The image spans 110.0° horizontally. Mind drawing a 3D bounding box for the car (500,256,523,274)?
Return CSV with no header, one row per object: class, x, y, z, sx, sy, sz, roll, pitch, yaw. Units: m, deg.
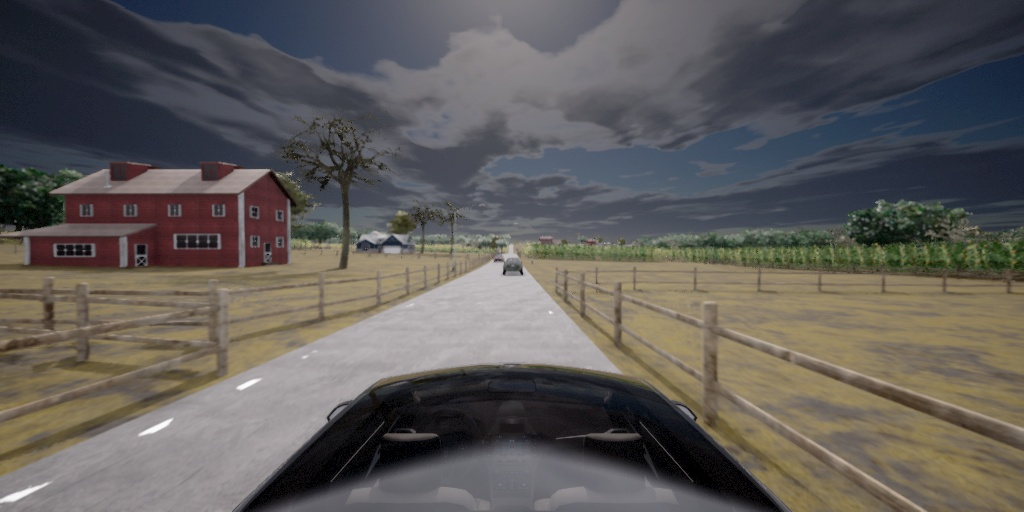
car,0.102,0.971,38.917,2.097,1.767,4.553,0,0,0
